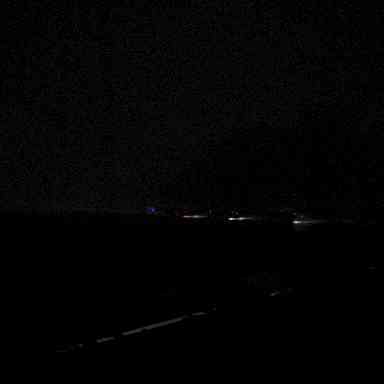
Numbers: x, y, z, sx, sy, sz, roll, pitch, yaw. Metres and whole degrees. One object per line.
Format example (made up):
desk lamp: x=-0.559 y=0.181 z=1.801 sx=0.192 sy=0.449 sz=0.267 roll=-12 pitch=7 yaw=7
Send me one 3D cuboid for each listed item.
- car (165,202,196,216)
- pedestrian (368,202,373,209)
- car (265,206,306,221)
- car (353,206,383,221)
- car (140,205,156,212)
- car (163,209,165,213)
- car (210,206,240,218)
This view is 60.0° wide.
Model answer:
car: x=-1.591 y=2.644 z=52.755 sx=2.150 sy=2.045 sz=5.566 roll=1 pitch=-2 yaw=-33
pedestrian: x=18.911 y=1.917 z=35.292 sx=0.375 sy=1.860 sz=0.375 roll=-2 pitch=1 yaw=-33
car: x=9.793 y=2.259 z=35.342 sx=1.812 sy=1.442 sz=4.674 roll=1 pitch=-2 yaw=-33
car: x=17.289 y=2.014 z=30.647 sx=1.812 sy=1.442 sz=4.674 roll=1 pitch=-2 yaw=-33
car: x=-9.418 y=3.569 z=71.262 sx=1.812 sy=1.442 sz=4.674 roll=1 pitch=-2 yaw=-33
car: x=-3.704 y=3.347 z=62.699 sx=1.895 sy=1.301 sz=4.718 roll=1 pitch=-2 yaw=-33
car: x=4.270 y=2.581 z=43.777 sx=1.837 sy=1.490 sz=4.892 roll=1 pitch=-2 yaw=-33
